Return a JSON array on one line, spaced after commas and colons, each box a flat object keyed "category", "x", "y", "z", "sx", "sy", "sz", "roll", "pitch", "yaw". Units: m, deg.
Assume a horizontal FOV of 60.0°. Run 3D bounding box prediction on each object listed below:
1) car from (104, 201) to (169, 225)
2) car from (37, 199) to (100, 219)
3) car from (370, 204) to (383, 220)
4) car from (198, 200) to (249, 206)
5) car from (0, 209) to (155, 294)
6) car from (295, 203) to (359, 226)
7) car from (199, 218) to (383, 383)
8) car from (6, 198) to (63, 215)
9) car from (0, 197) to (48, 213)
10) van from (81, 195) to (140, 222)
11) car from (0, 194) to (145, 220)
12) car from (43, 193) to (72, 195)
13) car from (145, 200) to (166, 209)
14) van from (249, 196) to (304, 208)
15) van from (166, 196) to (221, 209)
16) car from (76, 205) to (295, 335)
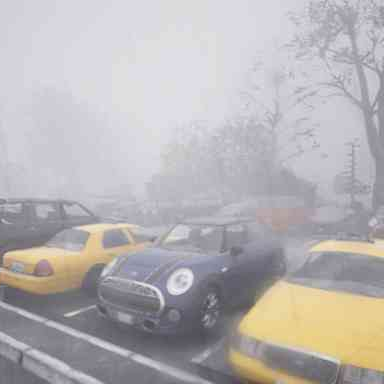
[{"category": "car", "x": -4.077, "y": 1.501, "z": 25.372, "sx": 2.163, "sy": 1.488, "sz": 4.792, "roll": 0, "pitch": 0, "yaw": 35}, {"category": "car", "x": -11.128, "y": 1.448, "z": 30.308, "sx": 2.097, "sy": 1.535, "sz": 5.008, "roll": 1, "pitch": 1, "yaw": 35}, {"category": "car", "x": 9.658, "y": 1.328, "z": 15.671, "sx": 2.185, "sy": 1.767, "sz": 4.553, "roll": 0, "pitch": 0, "yaw": 35}, {"category": "car", "x": 2.826, "y": 1.463, "z": 20.465, "sx": 2.231, "sy": 1.521, "sz": 4.892, "roll": 0, "pitch": 0, "yaw": 35}, {"category": "car", "x": -1.960, "y": 1.456, "z": 8.678, "sx": 1.946, "sy": 1.575, "sz": 5.366, "roll": 0, "pitch": 0, "yaw": 35}, {"category": "car", "x": 7.337, "y": 1.456, "z": 17.279, "sx": 2.097, "sy": 1.535, "sz": 5.008, "roll": 0, "pitch": 0, "yaw": 35}, {"category": "car", "x": 2.443, "y": 1.449, "z": 5.116, "sx": 1.946, "sy": 1.575, "sz": 5.366, "roll": 0, "pitch": 0, "yaw": 35}, {"category": "car", "x": -15.764, "y": 1.387, "z": 33.553, "sx": 2.163, "sy": 1.488, "sz": 4.792, "roll": 1, "pitch": 1, "yaw": 35}, {"category": "car", "x": -18.071, "y": 1.340, "z": 35.182, "sx": 2.163, "sy": 1.488, "sz": 4.792, "roll": 1, "pitch": 1, "yaw": 35}, {"category": "van", "x": -6.473, "y": 1.249, "z": 26.880, "sx": 1.878, "sy": 1.987, "sz": 4.442, "roll": 0, "pitch": 0, "yaw": 35}, {"category": "car", "x": -4.360, "y": 1.210, "z": 10.179, "sx": 2.435, "sy": 2.045, "sz": 5.566, "roll": 0, "pitch": 0, "yaw": 35}, {"category": "car", "x": -13.453, "y": 1.153, "z": 31.923, "sx": 2.435, "sy": 2.045, "sz": 5.566, "roll": 1, "pitch": 1, "yaw": 35}, {"category": "car", "x": -1.910, "y": 1.343, "z": 23.764, "sx": 2.185, "sy": 1.767, "sz": 4.553, "roll": 0, "pitch": 0, "yaw": 35}, {"category": "van", "x": 5.197, "y": 1.233, "z": 18.925, "sx": 1.878, "sy": 1.987, "sz": 4.442, "roll": 0, "pitch": 0, "yaw": 35}, {"category": "van", "x": 0.583, "y": 1.240, "z": 22.186, "sx": 1.878, "sy": 1.987, "sz": 4.442, "roll": 0, "pitch": 0, "yaw": 35}, {"category": "car", "x": 0.259, "y": 1.330, "z": 6.923, "sx": 2.185, "sy": 1.767, "sz": 4.553, "roll": 0, "pitch": 0, "yaw": 35}]
